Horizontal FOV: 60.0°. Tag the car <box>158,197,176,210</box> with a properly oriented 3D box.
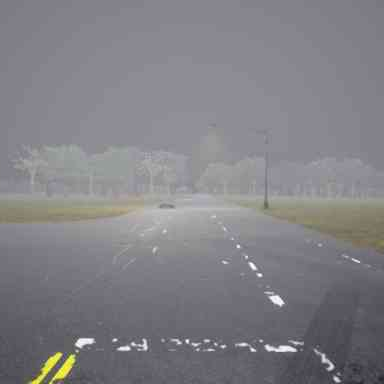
[{"bbox_3d":[-3.108,1.393,42.082,1.837,1.490,4.892,0,0,0],"label":"car"}]

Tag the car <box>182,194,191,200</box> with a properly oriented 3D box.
[{"bbox_3d":[-1.386,1.213,87.639,2.128,1.511,4.902,0,0,8],"label":"car"}]
